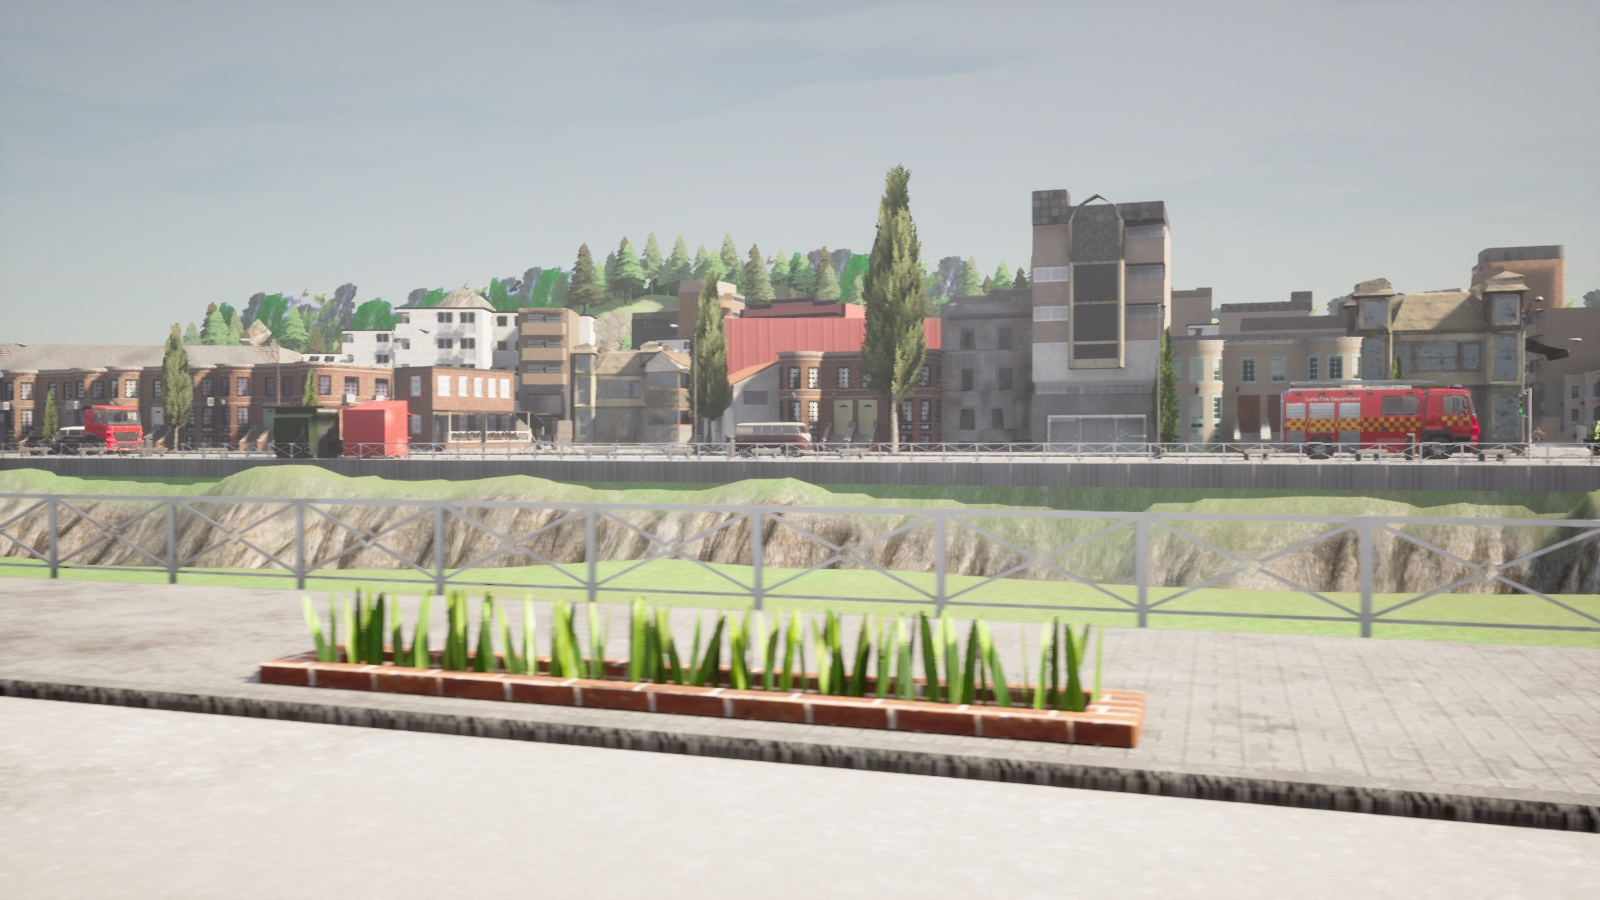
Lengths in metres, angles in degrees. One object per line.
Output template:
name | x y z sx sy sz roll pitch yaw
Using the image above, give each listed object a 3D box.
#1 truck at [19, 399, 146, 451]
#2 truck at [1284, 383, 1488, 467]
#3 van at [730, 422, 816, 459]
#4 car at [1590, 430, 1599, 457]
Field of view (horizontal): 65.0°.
truck | -48.667 -1.703 85.172 7.936 3.462 2.891 1 1 19
truck | 27.554 -1.188 59.550 8.468 3.827 2.891 1 1 19
van | -1.489 -0.537 69.325 4.442 1.987 1.775 1 1 19
car | 50.158 -0.368 76.671 2.242 1.667 4.611 1 1 19
